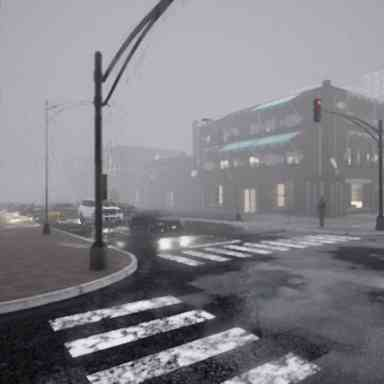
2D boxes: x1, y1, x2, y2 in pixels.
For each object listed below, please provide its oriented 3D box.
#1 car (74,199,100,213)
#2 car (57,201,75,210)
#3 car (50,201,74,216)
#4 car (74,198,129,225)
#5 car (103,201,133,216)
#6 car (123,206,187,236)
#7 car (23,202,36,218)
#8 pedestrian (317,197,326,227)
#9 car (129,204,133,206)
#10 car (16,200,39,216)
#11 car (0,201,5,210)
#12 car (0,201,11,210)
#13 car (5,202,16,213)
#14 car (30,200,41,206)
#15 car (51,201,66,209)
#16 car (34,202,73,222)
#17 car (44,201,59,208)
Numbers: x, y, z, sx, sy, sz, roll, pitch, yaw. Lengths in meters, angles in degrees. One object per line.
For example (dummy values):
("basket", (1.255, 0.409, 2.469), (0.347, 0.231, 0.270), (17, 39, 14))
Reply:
("car", (-15.339, 1.924, 48.472), (2.192, 1.841, 5.009), (-1, 0, -35))
("car", (-21.950, 2.300, 57.907), (1.752, 1.417, 4.829), (-1, 0, -35))
("car", (-13.546, 1.939, 35.878), (1.882, 1.535, 5.008), (0, -1, -35))
("car", (-7.566, 1.534, 27.322), (2.150, 2.045, 5.566), (0, -1, -35))
("car", (-8.802, 1.887, 39.189), (1.967, 1.590, 4.097), (-1, 0, -35))
("car", (-2.098, 1.743, 19.524), (1.994, 1.385, 4.181), (0, -1, -35))
("car", (-15.711, 2.018, 34.375), (2.008, 1.369, 4.403), (-1, 0, -35))
("pedestrian", (7.953, 1.229, 20.401), (0.375, 1.860, 0.375), (-1, 0, -35))
("car", (-6.785, 1.842, 31.766), (2.128, 1.511, 4.902), (0, -1, -35))
("car", (-18.942, 1.988, 39.044), (1.967, 1.590, 4.097), (-1, 0, -35))
("car", (-31.988, 2.440, 57.627), (1.947, 1.339, 4.313), (-1, 0, -35))
("car", (-35.247, 2.501, 62.276), (1.887, 1.381, 4.507), (-1, 0, -35))
("car", (-25.478, 2.151, 48.328), (1.967, 1.590, 4.097), (-1, 0, -35))
("car", (-38.244, 2.711, 81.148), (1.752, 1.417, 4.829), (-1, 0, -35))
("car", (-25.110, 2.436, 62.416), (1.802, 1.307, 4.206), (-1, 0, -35))
("car", (-12.398, 1.910, 29.557), (1.752, 1.417, 4.829), (-1, 0, -35))
("car", (-28.369, 2.518, 67.064), (1.802, 1.307, 4.206), (-1, 0, -35))
